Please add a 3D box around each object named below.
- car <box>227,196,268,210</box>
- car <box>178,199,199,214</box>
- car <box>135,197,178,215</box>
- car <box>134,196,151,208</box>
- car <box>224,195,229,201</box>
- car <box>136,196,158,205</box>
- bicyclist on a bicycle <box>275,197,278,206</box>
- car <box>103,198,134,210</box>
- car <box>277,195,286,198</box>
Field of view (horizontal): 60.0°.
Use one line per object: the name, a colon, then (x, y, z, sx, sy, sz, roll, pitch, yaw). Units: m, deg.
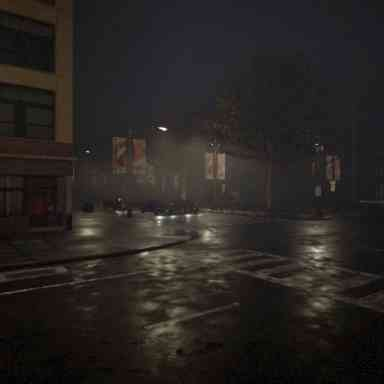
car: (7.542, 1.547, 44.121, 2.033, 1.411, 5.357, 0, 0, -35)
car: (-1.135, 1.505, 36.211, 1.837, 1.490, 4.892, 0, 0, -36)
car: (-3.703, 1.526, 33.778, 1.812, 1.442, 4.674, 0, 0, -35)
car: (-6.980, 1.601, 44.366, 1.895, 1.301, 4.718, 0, 0, -35)
car: (7.797, 1.413, 76.685, 2.161, 1.482, 4.786, 0, 0, -36)
car: (-8.189, 1.478, 59.840, 1.882, 1.535, 5.008, 0, 0, -36)
bicyclist on a bicycle: (12.513, 1.301, 50.585, 1.656, 1.620, 0.582, 0, 0, -36)
car: (-9.690, 1.492, 42.140, 2.128, 1.511, 4.902, 0, 0, -35)
car: (18.280, 1.320, 69.211, 2.002, 1.452, 4.674, 0, 0, -36)
